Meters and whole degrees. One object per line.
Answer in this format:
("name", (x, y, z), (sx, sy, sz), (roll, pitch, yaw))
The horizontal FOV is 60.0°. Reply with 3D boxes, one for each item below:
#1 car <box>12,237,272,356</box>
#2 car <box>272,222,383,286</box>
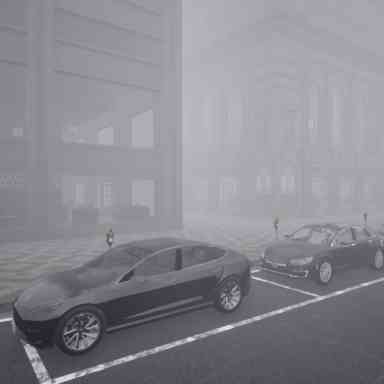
("car", (-0.805, 1.566, 6.071), (4.313, 1.339, 1.947), (0, 0, -35))
("car", (3.791, 1.551, 9.333), (4.403, 1.369, 2.008), (0, 0, -35))
